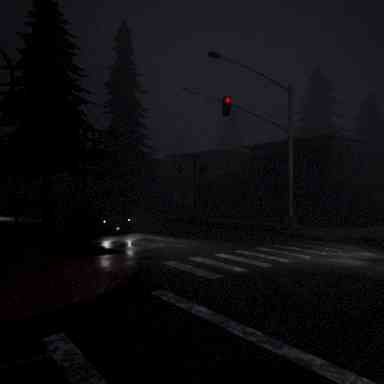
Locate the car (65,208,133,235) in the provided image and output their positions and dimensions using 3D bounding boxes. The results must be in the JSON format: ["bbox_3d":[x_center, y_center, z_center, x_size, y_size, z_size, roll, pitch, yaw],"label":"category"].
[{"bbox_3d":[-5.342,1.581,18.826,1.895,1.301,4.718,0,0,-43],"label":"car"}]
